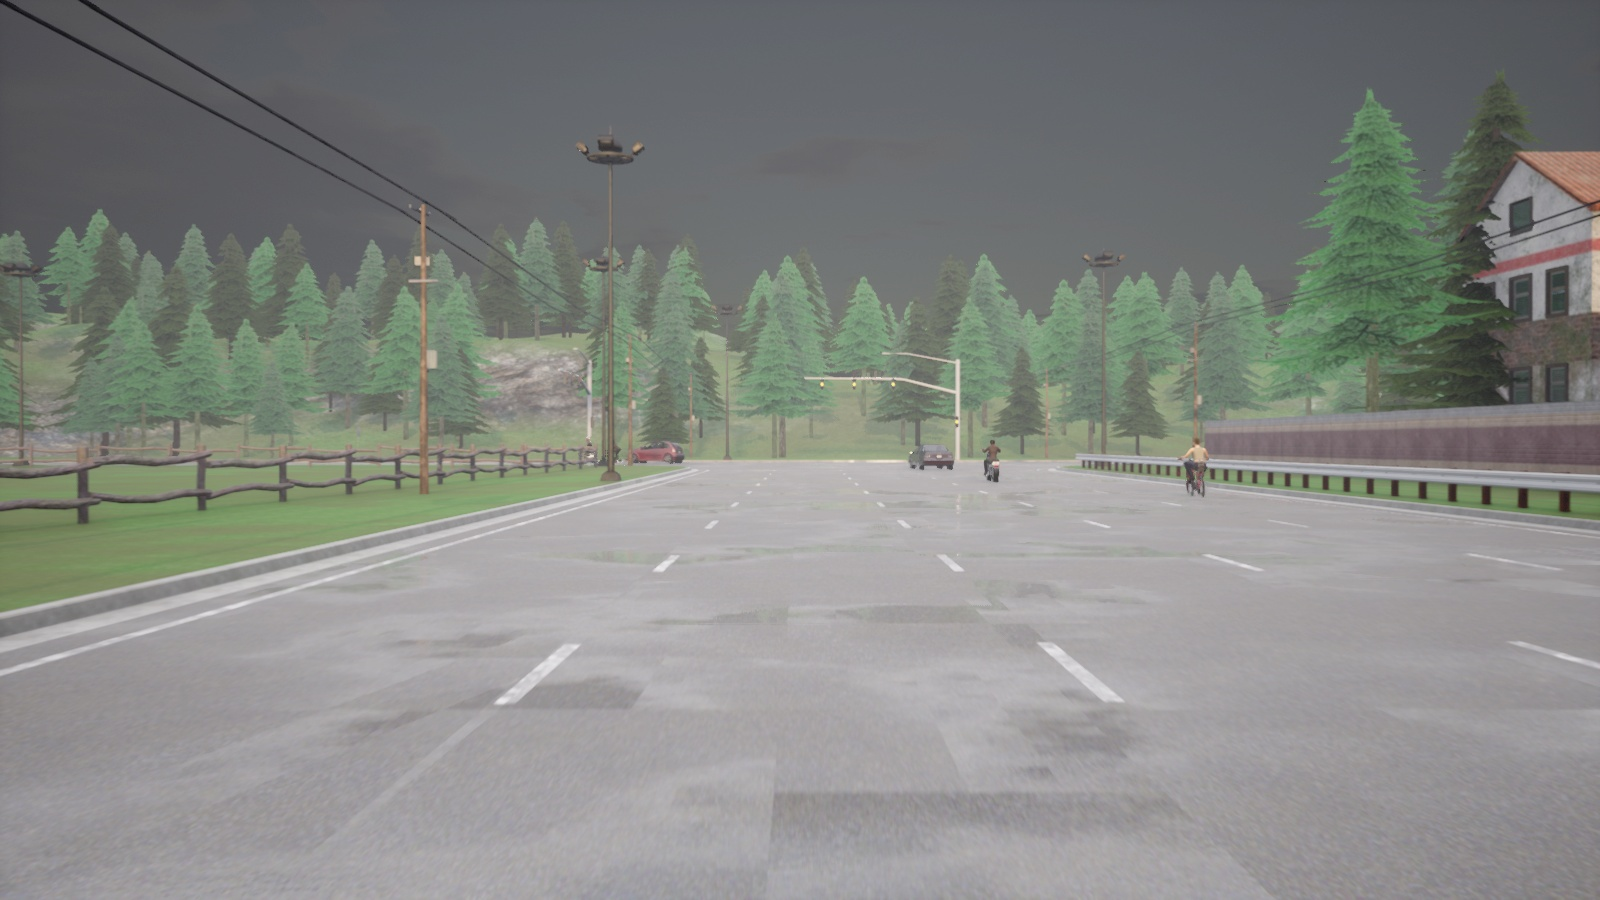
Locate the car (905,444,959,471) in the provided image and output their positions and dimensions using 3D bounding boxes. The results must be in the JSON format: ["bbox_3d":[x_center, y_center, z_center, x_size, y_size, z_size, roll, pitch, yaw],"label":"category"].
[{"bbox_3d":[7.196,0.380,69.154,2.033,1.411,5.357,0,0,-4],"label":"car"}]

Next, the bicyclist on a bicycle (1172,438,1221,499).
[{"bbox_3d":[10.704,0.486,33.941,0.866,1.612,1.509,0,0,1],"label":"bicyclist on a bicycle"}]

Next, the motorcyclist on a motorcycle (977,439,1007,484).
[{"bbox_3d":[7.288,0.413,47.719,0.766,1.649,2.350,0,0,0],"label":"motorcyclist on a motorcycle"}]

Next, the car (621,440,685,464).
[{"bbox_3d":[-10.201,0.107,87.324,3.988,1.617,1.851,0,0,19],"label":"car"}]
